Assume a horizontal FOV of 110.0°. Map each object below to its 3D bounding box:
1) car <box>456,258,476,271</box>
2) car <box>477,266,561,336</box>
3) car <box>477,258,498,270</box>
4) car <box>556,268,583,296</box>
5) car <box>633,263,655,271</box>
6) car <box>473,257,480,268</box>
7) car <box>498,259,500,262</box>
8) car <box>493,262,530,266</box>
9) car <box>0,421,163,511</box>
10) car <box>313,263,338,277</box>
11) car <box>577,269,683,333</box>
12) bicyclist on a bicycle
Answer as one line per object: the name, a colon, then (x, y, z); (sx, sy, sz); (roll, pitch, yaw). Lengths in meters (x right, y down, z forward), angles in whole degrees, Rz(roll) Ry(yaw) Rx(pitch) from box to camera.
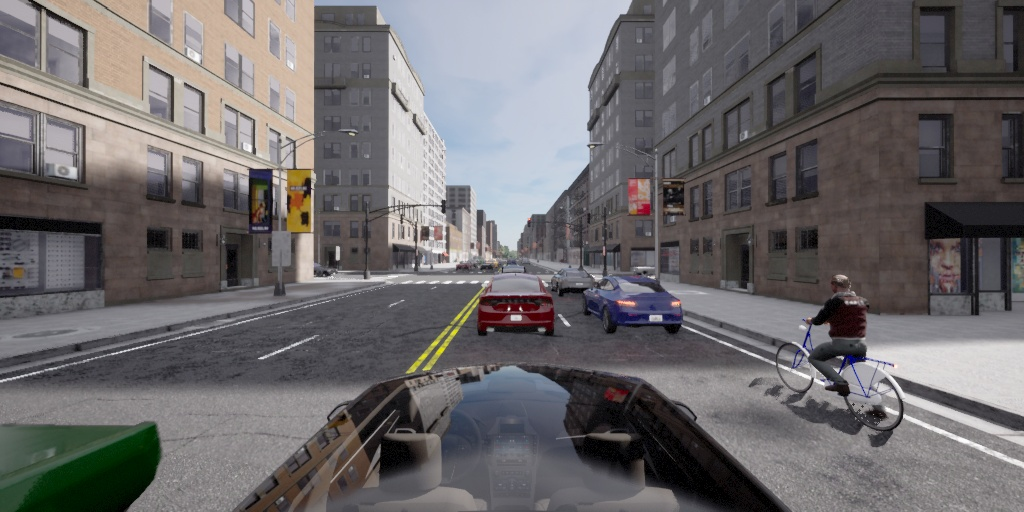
car: (-6.653, 1.368, 50.383); (1.895, 1.301, 4.718); (0, 0, 0)
car: (0.093, 1.229, 10.470); (1.882, 1.535, 5.008); (0, 0, 0)
car: (-3.393, 1.367, 50.434); (1.895, 1.301, 4.718); (0, 0, 0)
car: (3.233, 1.317, 19.209); (1.994, 1.385, 4.181); (0, 0, 0)
car: (15.015, 1.410, 37.193); (4.718, 1.301, 1.895); (0, 0, 1)
car: (-6.645, 1.274, 59.485); (1.837, 1.490, 4.892); (0, 0, 0)
car: (-3.392, 1.247, 59.826); (1.882, 1.535, 5.008); (0, 0, 0)
car: (0.083, 1.259, 19.953); (1.837, 1.490, 4.892); (0, 0, 0)
car: (-3.345, 1.351, 0.196); (1.895, 1.301, 4.718); (0, 0, 0)
car: (-19.674, 1.282, 34.338); (5.357, 1.411, 2.033); (0, 0, 0)
car: (3.338, 1.277, 10.610); (1.812, 1.442, 4.674); (0, 0, 0)
bicyclist on a bicycle: (4.143, 1.121, 4.720); (0.659, 1.776, 1.843); (0, 0, 0)
